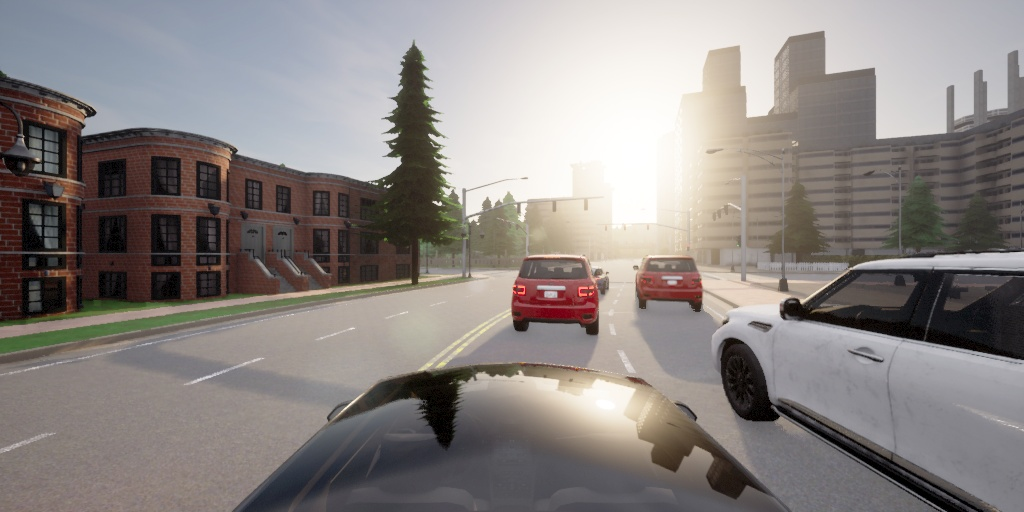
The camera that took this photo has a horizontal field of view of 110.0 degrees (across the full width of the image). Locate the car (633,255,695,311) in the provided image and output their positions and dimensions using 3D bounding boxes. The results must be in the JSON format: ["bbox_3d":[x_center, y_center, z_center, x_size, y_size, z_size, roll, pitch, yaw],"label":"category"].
[{"bbox_3d":[6.301,0.975,14.820,2.150,2.045,5.566,0,0,18],"label":"car"}]

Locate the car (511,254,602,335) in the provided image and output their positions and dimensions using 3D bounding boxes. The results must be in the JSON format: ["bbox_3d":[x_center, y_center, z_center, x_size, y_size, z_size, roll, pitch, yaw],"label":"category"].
[{"bbox_3d":[1.493,0.971,10.806,2.150,2.045,5.566,0,0,13],"label":"car"}]

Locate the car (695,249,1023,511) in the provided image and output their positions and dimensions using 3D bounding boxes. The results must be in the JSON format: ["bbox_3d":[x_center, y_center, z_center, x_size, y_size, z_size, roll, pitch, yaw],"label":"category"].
[{"bbox_3d":[3.774,0.970,2.624,2.150,2.045,5.566,0,0,3],"label":"car"}]

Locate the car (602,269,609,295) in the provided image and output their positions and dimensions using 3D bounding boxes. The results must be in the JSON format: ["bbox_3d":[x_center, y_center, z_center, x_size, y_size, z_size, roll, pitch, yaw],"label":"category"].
[{"bbox_3d":[4.361,1.276,20.000,1.812,1.442,4.674,0,0,19],"label":"car"}]
